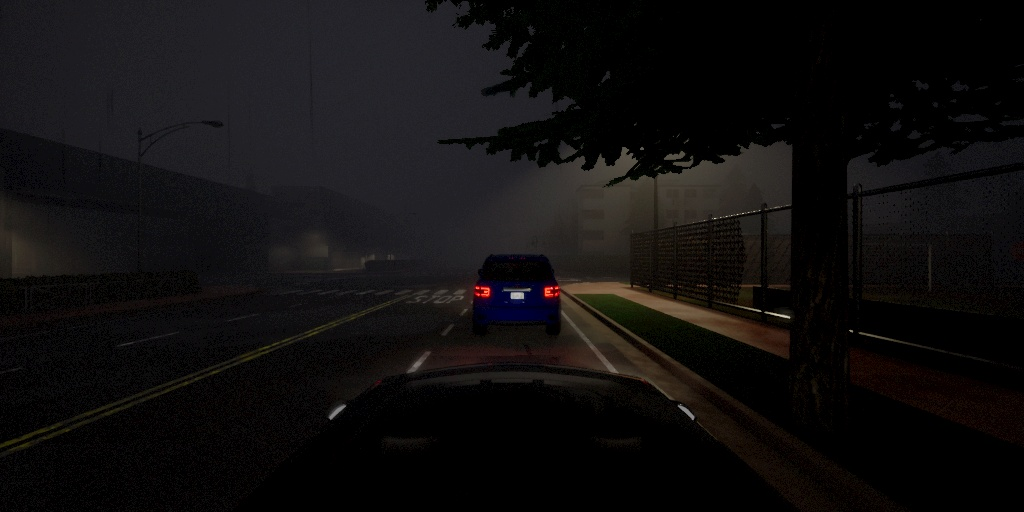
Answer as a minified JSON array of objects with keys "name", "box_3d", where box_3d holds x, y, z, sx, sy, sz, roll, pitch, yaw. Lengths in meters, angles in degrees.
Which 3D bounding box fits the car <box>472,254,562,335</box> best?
[{"name":"car","box_3d":[0.125,0.972,10.609,2.150,2.045,5.566,0,0,0]}]

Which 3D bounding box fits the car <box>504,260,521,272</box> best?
[{"name":"car","box_3d":[0.068,1.242,46.453,2.128,1.511,4.902,0,0,-1]}]
